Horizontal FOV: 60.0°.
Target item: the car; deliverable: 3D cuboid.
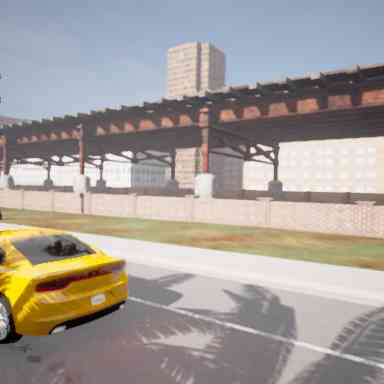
[{"bbox_3d":[-3.422,1.442,6.433,5.008,1.535,1.882,0,0,35],"label":"car"}]
